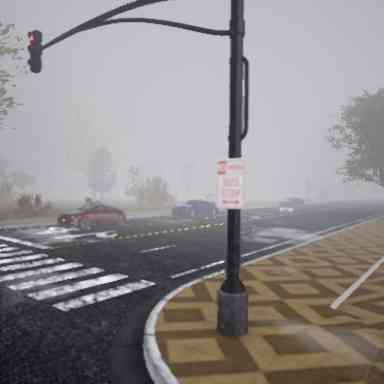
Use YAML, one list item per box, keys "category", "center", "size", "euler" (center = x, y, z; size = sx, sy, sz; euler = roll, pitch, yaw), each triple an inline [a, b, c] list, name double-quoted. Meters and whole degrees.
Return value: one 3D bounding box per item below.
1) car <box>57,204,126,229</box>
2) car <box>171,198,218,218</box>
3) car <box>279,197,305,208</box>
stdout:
- category: "car"
  center: [-6.102, 1.434, 20.562]
  size: [1.994, 1.385, 4.181]
  euler: [1, 1, 38]
- category: "car"
  center: [0.318, 1.338, 28.717]
  size: [1.882, 1.535, 5.008]
  euler: [1, 1, 38]
- category: "car"
  center: [13.834, 1.385, 45.779]
  size: [2.033, 1.411, 5.357]
  euler: [1, 1, 39]
